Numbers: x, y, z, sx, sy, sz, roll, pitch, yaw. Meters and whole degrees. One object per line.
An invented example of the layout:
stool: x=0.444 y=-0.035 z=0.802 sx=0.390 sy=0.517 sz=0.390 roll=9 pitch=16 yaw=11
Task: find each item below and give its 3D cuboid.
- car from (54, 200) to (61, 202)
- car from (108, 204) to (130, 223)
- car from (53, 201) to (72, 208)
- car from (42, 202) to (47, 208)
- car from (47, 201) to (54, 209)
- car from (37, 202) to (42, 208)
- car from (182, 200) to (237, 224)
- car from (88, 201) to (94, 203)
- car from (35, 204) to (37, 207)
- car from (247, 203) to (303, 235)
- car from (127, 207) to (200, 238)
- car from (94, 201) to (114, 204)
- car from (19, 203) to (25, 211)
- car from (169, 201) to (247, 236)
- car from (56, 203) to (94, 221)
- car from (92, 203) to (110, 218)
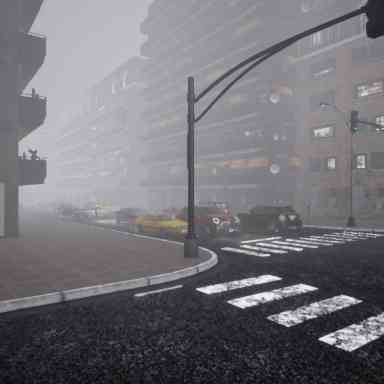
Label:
car: x=-25.220 y=2.524 z=66.246 sx=2.192 sy=1.841 sz=5.009 roll=-1 pitch=0 yaw=-36
car: x=-5.081 y=2.015 z=28.808 sx=2.033 sy=1.411 sz=5.357 roll=0 pitch=-1 yaw=-36
car: x=-17.054 y=2.360 z=45.351 sx=1.812 sy=1.442 sz=4.674 roll=0 pitch=-1 yaw=-36
car: x=-31.877 y=2.973 z=75.406 sx=1.947 sy=1.339 sz=4.313 roll=-1 pitch=0 yaw=-36
car: x=-28.552 y=2.623 z=70.827 sx=2.192 sy=1.841 sz=5.009 roll=-1 pitch=0 yaw=-36
car: x=-35.210 y=3.050 z=79.986 sx=1.887 sy=1.381 sz=4.507 roll=-1 pitch=0 yaw=-36
car: x=1.432 y=1.713 z=29.608 sx=2.192 sy=1.841 sz=5.009 roll=-1 pitch=0 yaw=-36
car: x=-16.451 y=2.307 z=54.996 sx=2.097 sy=1.767 sz=4.553 roll=0 pitch=-1 yaw=-36
car: x=-38.536 y=3.168 z=84.569 sx=1.947 sy=1.339 sz=4.313 roll=-1 pitch=0 yaw=-36
car: x=4.568 y=1.593 z=20.981 sx=2.097 sy=1.767 sz=4.553 roll=0 pitch=-1 yaw=-36
car: x=-1.844 y=1.833 z=19.930 sx=1.752 sy=1.417 sz=4.829 roll=-1 pitch=0 yaw=-36
car: x=-12.431 y=2.290 z=49.534 sx=1.801 sy=1.575 sz=5.366 roll=0 pitch=-1 yaw=-36
car: x=-31.929 y=2.770 z=61.288 sx=1.887 sy=1.381 sz=4.507 roll=-1 pitch=0 yaw=-36
car: x=0.885 y=1.635 z=20.617 sx=2.097 sy=1.767 sz=4.553 roll=0 pitch=-1 yaw=-36
car: x=-11.938 y=2.163 z=33.808 sx=1.887 sy=1.381 sz=4.507 roll=-1 pitch=0 yaw=-36
car: x=-10.806 y=2.244 z=36.687 sx=1.895 sy=1.301 sz=4.718 roll=0 pitch=-1 yaw=-36
